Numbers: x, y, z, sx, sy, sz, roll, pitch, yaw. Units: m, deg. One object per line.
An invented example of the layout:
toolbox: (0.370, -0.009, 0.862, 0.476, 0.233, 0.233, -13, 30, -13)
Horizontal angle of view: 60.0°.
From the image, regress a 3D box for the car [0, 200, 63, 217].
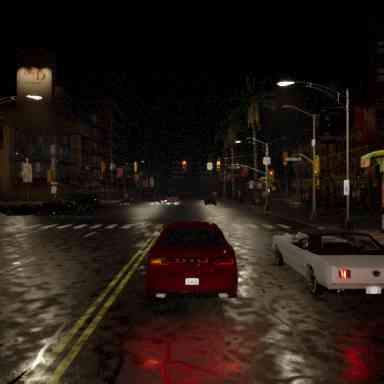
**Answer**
car: (-14.751, 1.601, 30.422, 4.718, 1.301, 1.895, 0, 0, 5)

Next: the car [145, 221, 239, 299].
car: (-0.006, 1.478, 8.530, 1.882, 1.535, 5.008, 0, 0, 0)

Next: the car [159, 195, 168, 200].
car: (-7.885, 1.525, 93.261, 2.128, 1.511, 4.902, 0, 0, -1)

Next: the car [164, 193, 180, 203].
car: (-4.171, 1.355, 71.306, 2.097, 1.767, 4.553, 0, 0, -1)

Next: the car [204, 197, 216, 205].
car: (3.064, 1.525, 57.182, 1.812, 1.442, 4.674, 0, 0, -1)

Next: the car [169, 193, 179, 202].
car: (-4.261, 1.225, 80.645, 2.150, 2.045, 5.566, 0, 0, -1)

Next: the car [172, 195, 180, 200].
car: (-4.389, 1.540, 94.024, 2.033, 1.411, 5.357, 0, 0, -1)

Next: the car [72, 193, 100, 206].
car: (-15.621, 1.221, 46.117, 5.566, 2.045, 2.150, 0, 0, 3)

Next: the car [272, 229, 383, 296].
car: (3.495, 1.601, 8.618, 1.895, 1.301, 4.718, 0, 0, 0)

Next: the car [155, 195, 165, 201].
car: (-7.765, 1.524, 81.063, 1.812, 1.442, 4.674, 0, 0, -1)

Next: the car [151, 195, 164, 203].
car: (-7.674, 1.540, 71.568, 2.033, 1.411, 5.357, 0, 0, -1)

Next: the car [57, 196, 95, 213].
car: (-13.210, 1.491, 35.151, 4.902, 1.511, 2.128, 0, 0, -12)
